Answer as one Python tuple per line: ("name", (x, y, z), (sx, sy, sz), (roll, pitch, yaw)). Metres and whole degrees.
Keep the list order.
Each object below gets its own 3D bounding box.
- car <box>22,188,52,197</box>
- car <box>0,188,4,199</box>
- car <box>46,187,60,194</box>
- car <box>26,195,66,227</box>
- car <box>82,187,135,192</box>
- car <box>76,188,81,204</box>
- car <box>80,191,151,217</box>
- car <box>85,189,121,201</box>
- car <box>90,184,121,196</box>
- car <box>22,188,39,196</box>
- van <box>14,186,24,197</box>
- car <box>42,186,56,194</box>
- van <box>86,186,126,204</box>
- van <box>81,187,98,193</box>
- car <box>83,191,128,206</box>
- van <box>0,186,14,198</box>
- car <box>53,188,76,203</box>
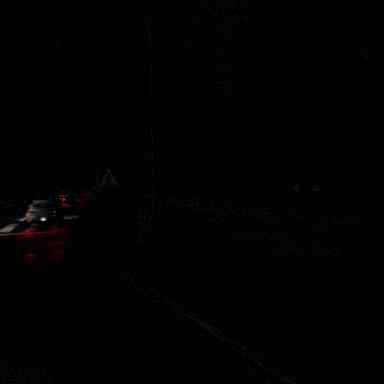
("car", (-18.768, 0.666, 40.430), (1.837, 1.490, 4.892), (-1, 2, -15))
("car", (-30.230, 0.534, 49.285), (2.163, 1.488, 4.792), (-1, 2, -13))
("car", (-36.560, -0.422, 87.591), (2.185, 1.767, 4.553), (-1, 1, -5))
("car", (-8.639, 1.151, 19.671), (1.812, 1.442, 4.674), (-1, 2, -20))
("car", (-6.061, 0.763, 26.336), (4.553, 1.767, 2.185), (-1, 2, -19))
("car", (-7.823, 0.515, 31.544), (5.566, 2.045, 2.435), (-1, 2, -18))
("car", (-5.217, 0.950, 23.717), (4.892, 1.521, 2.231), (-1, 2, -19))
("car", (-12.579, 0.366, 47.080), (4.792, 1.488, 2.163), (-1, 2, -15))
("car", (-16.374, -0.420, 63.136), (5.566, 2.045, 2.435), (-1, 2, -11))
("car", (-34.489, -0.030, 71.071), (2.002, 1.452, 4.674), (-1, 1, -8))
("van", (-32.570, -0.042, 60.019), (1.878, 1.987, 4.442), (-1, 2, -10))
("car", (-35.995, -0.491, 82.009), (2.435, 2.045, 5.566), (-1, 1, -6))
("van", (-10.189, 0.337, 39.241), (4.442, 1.987, 1.878), (-1, 2, -17))
("van", (-7.081, 0.605, 28.899), (4.442, 1.987, 1.878), (-1, 2, -19))
("car", (-9.501, 0.676, 36.622), (4.674, 1.452, 2.002), (-1, 2, -17))
("van", (-31.442, 0.113, 54.599), (1.878, 1.987, 4.442), (-1, 2, -12))
("car", (-16.137, 0.559, 42.590), (1.837, 1.490, 4.892), (-1, 2, -16))
